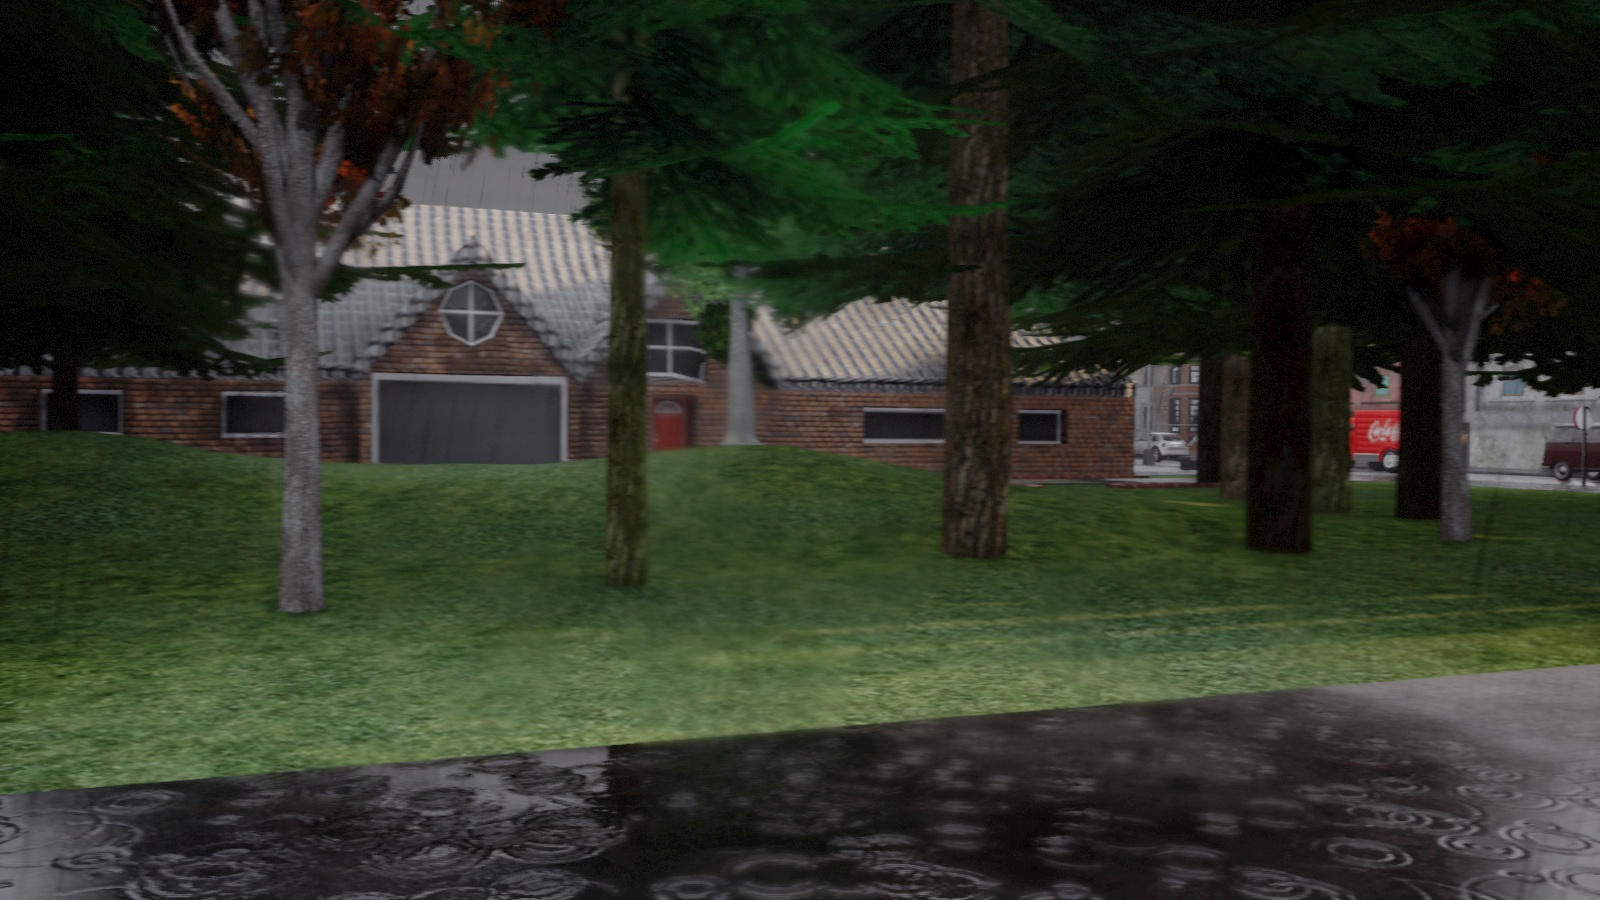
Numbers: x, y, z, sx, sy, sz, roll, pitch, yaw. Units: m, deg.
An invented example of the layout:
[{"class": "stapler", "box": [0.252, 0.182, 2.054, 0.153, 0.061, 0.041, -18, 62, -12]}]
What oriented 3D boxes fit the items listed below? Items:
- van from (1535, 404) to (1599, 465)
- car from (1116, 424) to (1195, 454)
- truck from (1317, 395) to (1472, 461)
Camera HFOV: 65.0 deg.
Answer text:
[{"class": "van", "box": [26.763, -0.516, 41.197, 1.775, 1.987, 4.442, -1, 1, -20]}, {"class": "car", "box": [18.151, -0.586, 64.270, 1.970, 1.475, 3.806, -1, 1, -21]}, {"class": "truck", "box": [23.501, -0.862, 49.923, 2.627, 2.467, 5.204, -1, 1, -20]}]
